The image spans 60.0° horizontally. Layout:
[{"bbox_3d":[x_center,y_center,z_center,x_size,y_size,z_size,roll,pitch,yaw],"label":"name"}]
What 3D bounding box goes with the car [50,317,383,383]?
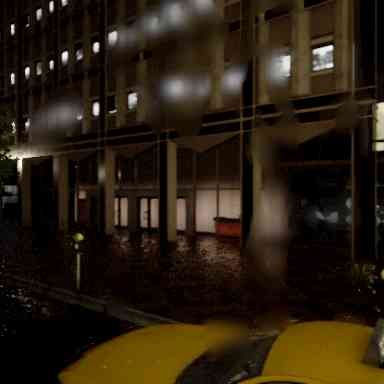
[{"bbox_3d":[0.933,1.528,2.204,4.829,1.417,1.752,0,0,35],"label":"car"}]
